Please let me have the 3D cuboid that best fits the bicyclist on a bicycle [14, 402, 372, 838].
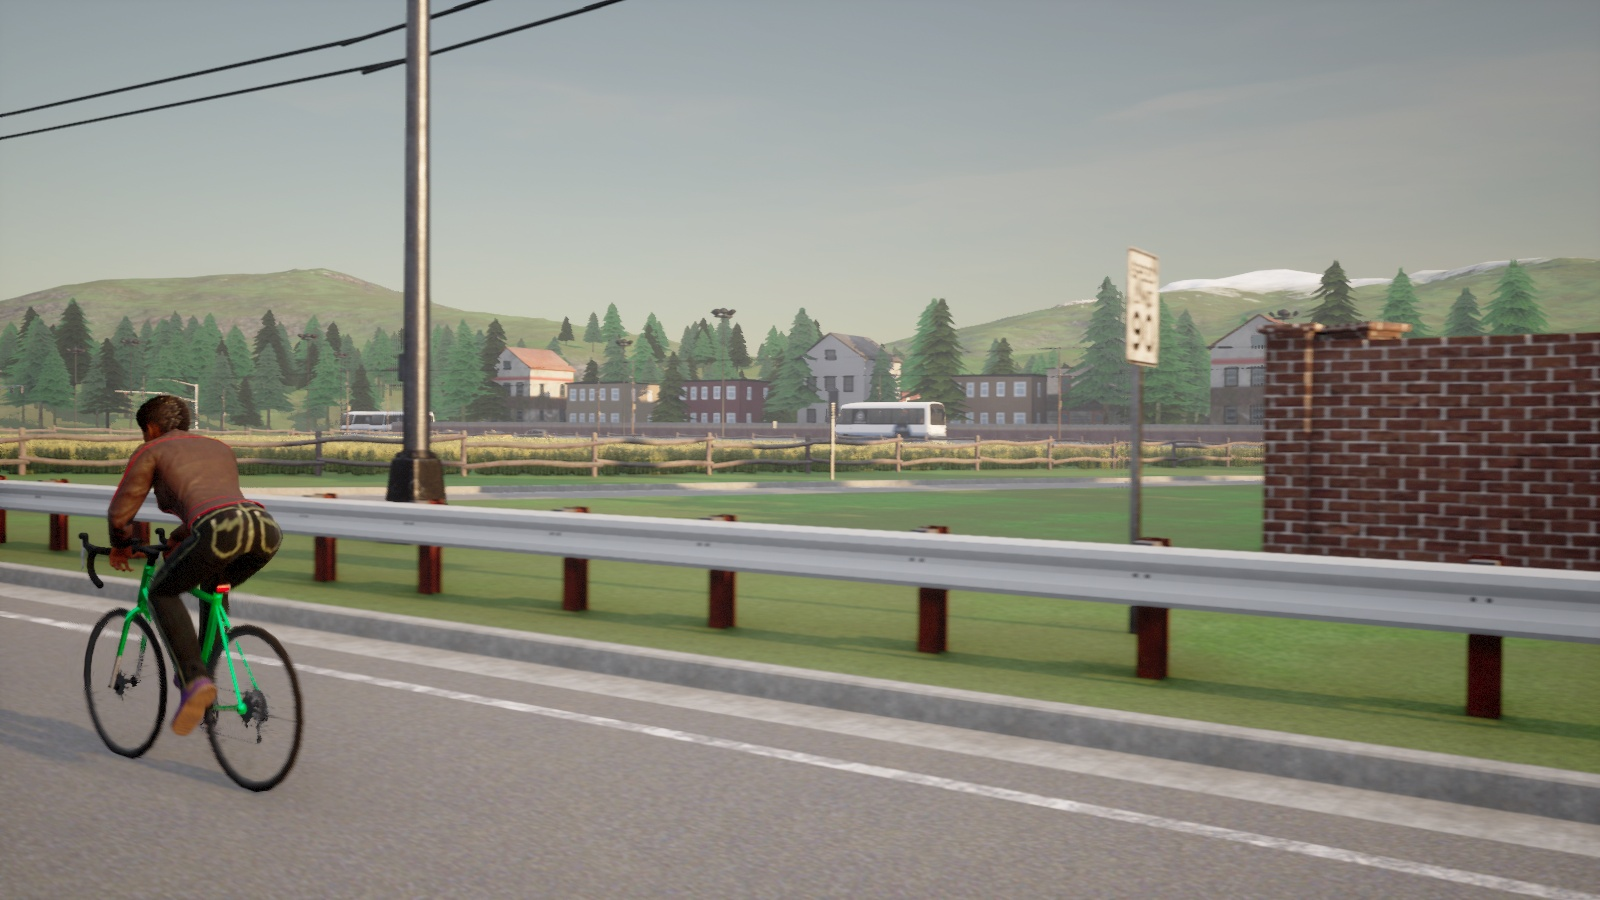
[{"bbox_3d":[-2.622,0.637,5.365,1.656,1.620,0.582,-1,1,34],"label":"bicyclist on a bicycle"}]
